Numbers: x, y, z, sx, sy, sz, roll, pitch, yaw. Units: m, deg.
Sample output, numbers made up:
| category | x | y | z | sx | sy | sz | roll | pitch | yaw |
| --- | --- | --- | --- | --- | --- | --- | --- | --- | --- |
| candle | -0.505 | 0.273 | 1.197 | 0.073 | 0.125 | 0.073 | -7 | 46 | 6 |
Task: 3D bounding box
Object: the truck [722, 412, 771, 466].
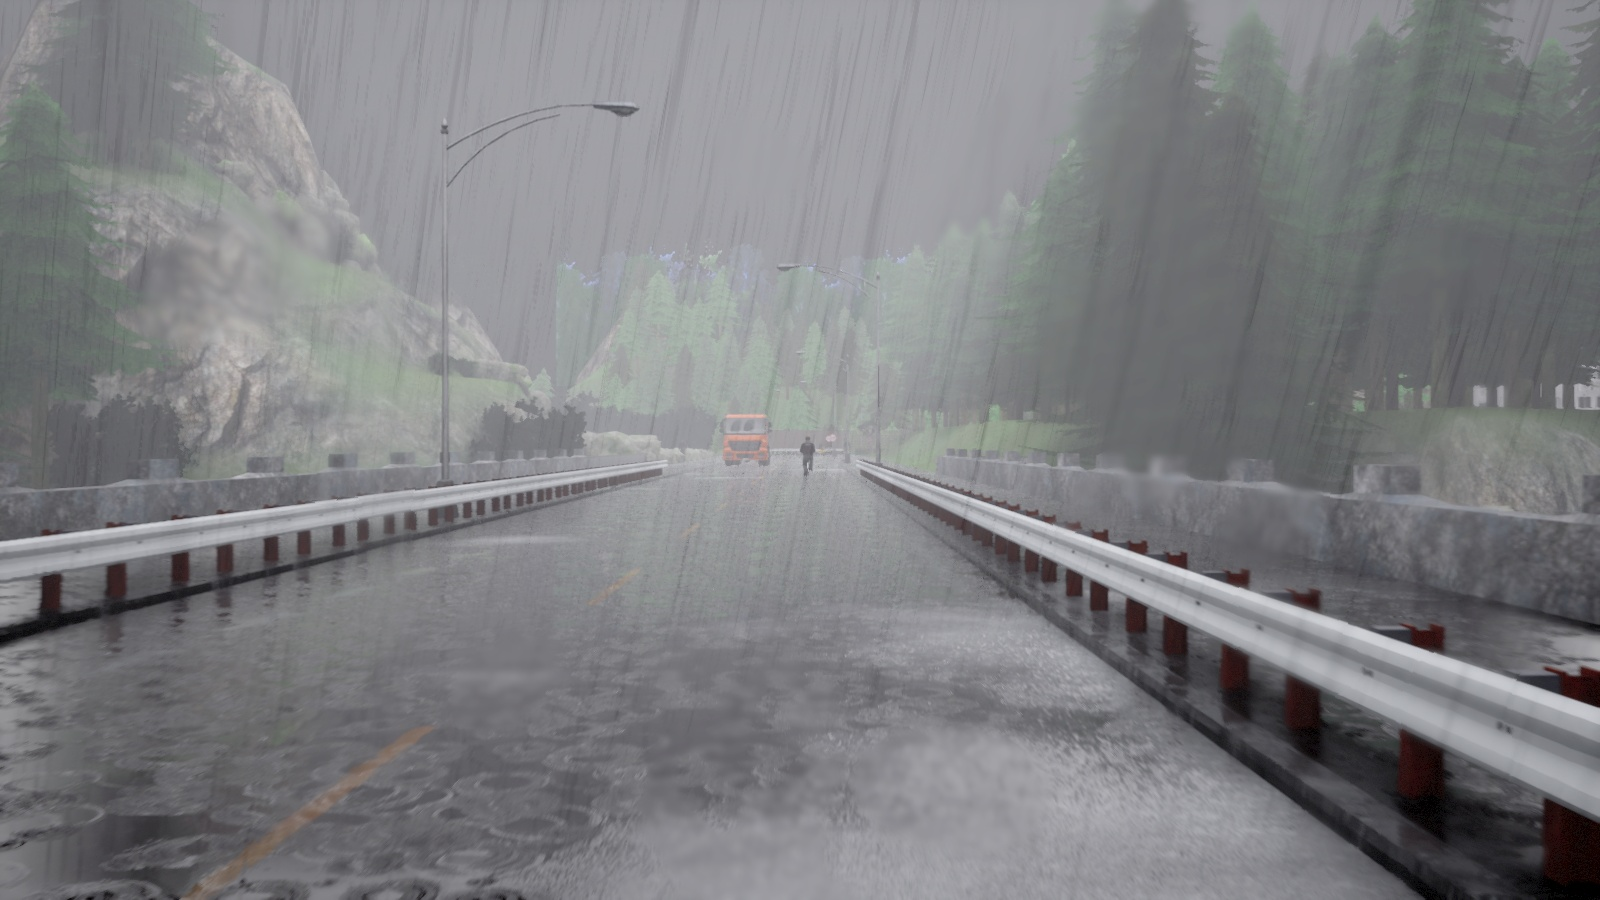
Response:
| category | x | y | z | sx | sy | sz | roll | pitch | yaw |
| --- | --- | --- | --- | --- | --- | --- | --- | --- | --- |
| truck | -3.485 | -0.712 | 84.141 | 2.891 | 3.462 | 7.936 | 0 | 0 | 0 |
